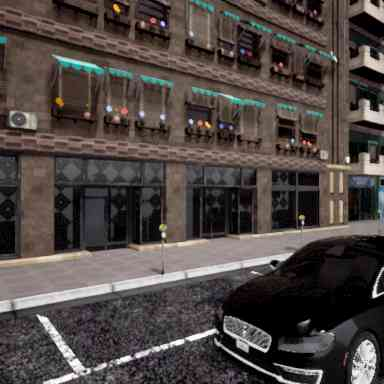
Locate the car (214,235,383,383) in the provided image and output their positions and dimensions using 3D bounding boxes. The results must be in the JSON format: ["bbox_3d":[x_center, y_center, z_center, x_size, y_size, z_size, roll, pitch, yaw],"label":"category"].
[{"bbox_3d":[2.549,1.504,5.212,4.892,1.490,1.837,0,0,-36],"label":"car"}]
